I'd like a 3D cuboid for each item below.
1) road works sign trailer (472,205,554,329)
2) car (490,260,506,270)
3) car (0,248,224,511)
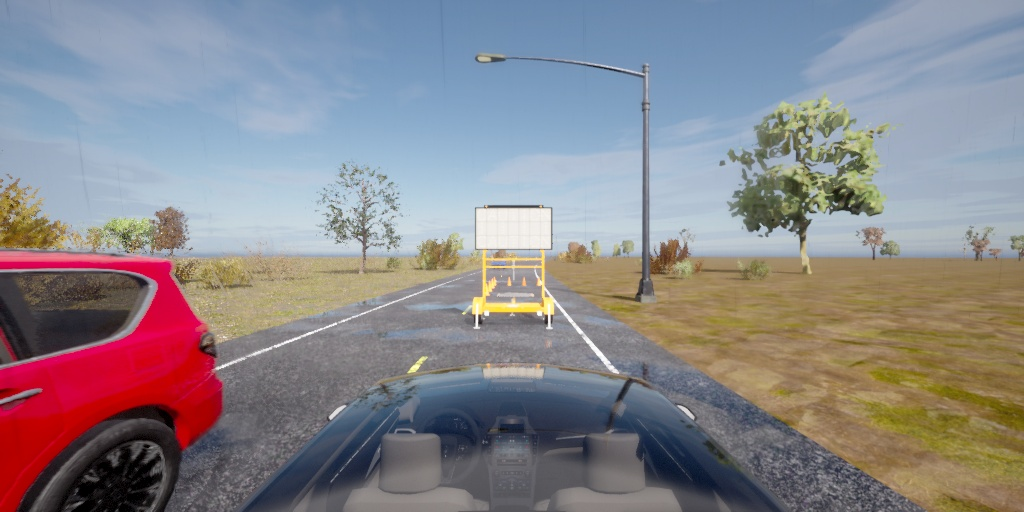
[{"bbox_3d":[0.054,0.213,11.252,2.380,3.560,2.880,0,0,1],"label":"road works sign trailer"},{"bbox_3d":[-1.938,1.217,51.335,1.882,1.535,5.008,0,0,3],"label":"car"},{"bbox_3d":[-3.590,0.971,0.787,2.150,2.045,5.566,0,0,0],"label":"car"}]
